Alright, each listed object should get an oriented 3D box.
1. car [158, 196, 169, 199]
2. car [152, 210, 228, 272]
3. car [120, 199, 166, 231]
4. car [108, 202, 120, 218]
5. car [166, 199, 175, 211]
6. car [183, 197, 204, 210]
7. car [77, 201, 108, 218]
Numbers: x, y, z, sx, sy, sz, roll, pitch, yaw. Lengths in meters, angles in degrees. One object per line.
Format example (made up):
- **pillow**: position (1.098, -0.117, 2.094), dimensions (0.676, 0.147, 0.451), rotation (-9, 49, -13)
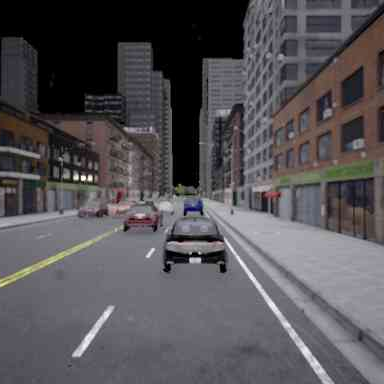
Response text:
- **car**: position (-6.377, 1.935, 74.671), dimensions (2.150, 2.045, 5.566), rotation (0, -1, 0)
- **car**: position (0.100, 1.596, 11.149), dimensions (2.128, 1.511, 4.902), rotation (0, 0, 0)
- **car**: position (-3.115, 1.555, 22.117), dimensions (2.097, 1.767, 4.553), rotation (0, 0, 0)
- **car**: position (-6.542, 1.662, 33.255), dimensions (2.097, 1.767, 4.553), rotation (0, -1, 0)
- **car**: position (-3.086, 1.903, 39.739), dimensions (1.812, 1.442, 4.674), rotation (0, -1, 0)
- **car**: position (0.164, 1.592, 38.964), dimensions (2.150, 2.045, 5.566), rotation (0, -1, 0)
- **car**: position (-9.793, 1.662, 33.259), dimensions (2.097, 1.767, 4.553), rotation (0, -1, 0)
